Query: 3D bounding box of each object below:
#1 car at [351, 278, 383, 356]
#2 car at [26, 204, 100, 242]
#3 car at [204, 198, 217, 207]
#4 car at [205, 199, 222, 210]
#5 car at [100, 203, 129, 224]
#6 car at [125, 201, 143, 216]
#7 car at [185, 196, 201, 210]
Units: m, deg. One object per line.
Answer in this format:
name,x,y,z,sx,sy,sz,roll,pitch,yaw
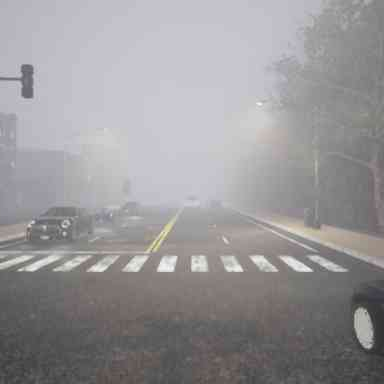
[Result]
car,3.351,1.500,3.101,1.882,1.535,5.008,0,0,0
car,-6.591,1.471,17.160,2.097,1.767,4.553,0,0,0
car,3.281,1.896,59.250,2.128,1.511,4.902,0,0,0
car,3.377,1.841,49.060,1.837,1.490,4.892,0,0,0
car,-6.585,1.783,26.316,1.895,1.301,4.718,0,0,0
car,-6.565,1.755,36.386,1.837,1.490,4.892,0,0,0
car,0.124,1.556,48.730,2.150,2.045,5.566,0,0,0
